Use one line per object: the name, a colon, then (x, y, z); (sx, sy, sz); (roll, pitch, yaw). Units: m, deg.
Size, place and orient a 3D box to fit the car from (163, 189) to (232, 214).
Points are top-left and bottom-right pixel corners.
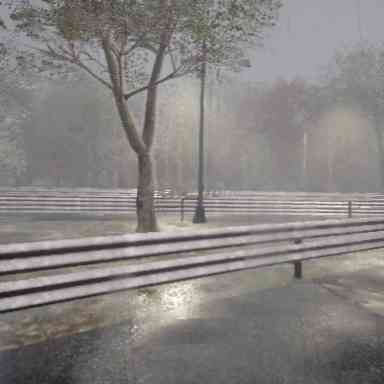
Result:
car: (0.578, 0.826, 25.193); (5.008, 1.535, 1.882); (1, 2, -7)
